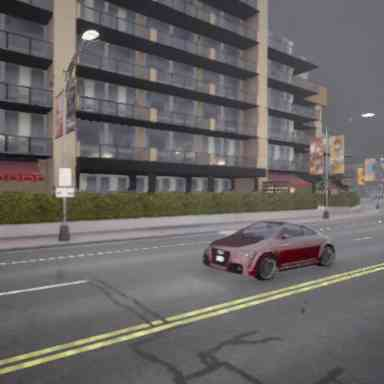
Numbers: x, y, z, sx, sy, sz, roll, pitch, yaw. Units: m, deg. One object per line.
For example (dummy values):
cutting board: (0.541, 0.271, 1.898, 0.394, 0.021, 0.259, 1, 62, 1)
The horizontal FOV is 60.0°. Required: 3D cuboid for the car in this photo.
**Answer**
car: (2.379, 1.580, 9.929, 4.181, 1.385, 1.994, 0, 0, -35)
